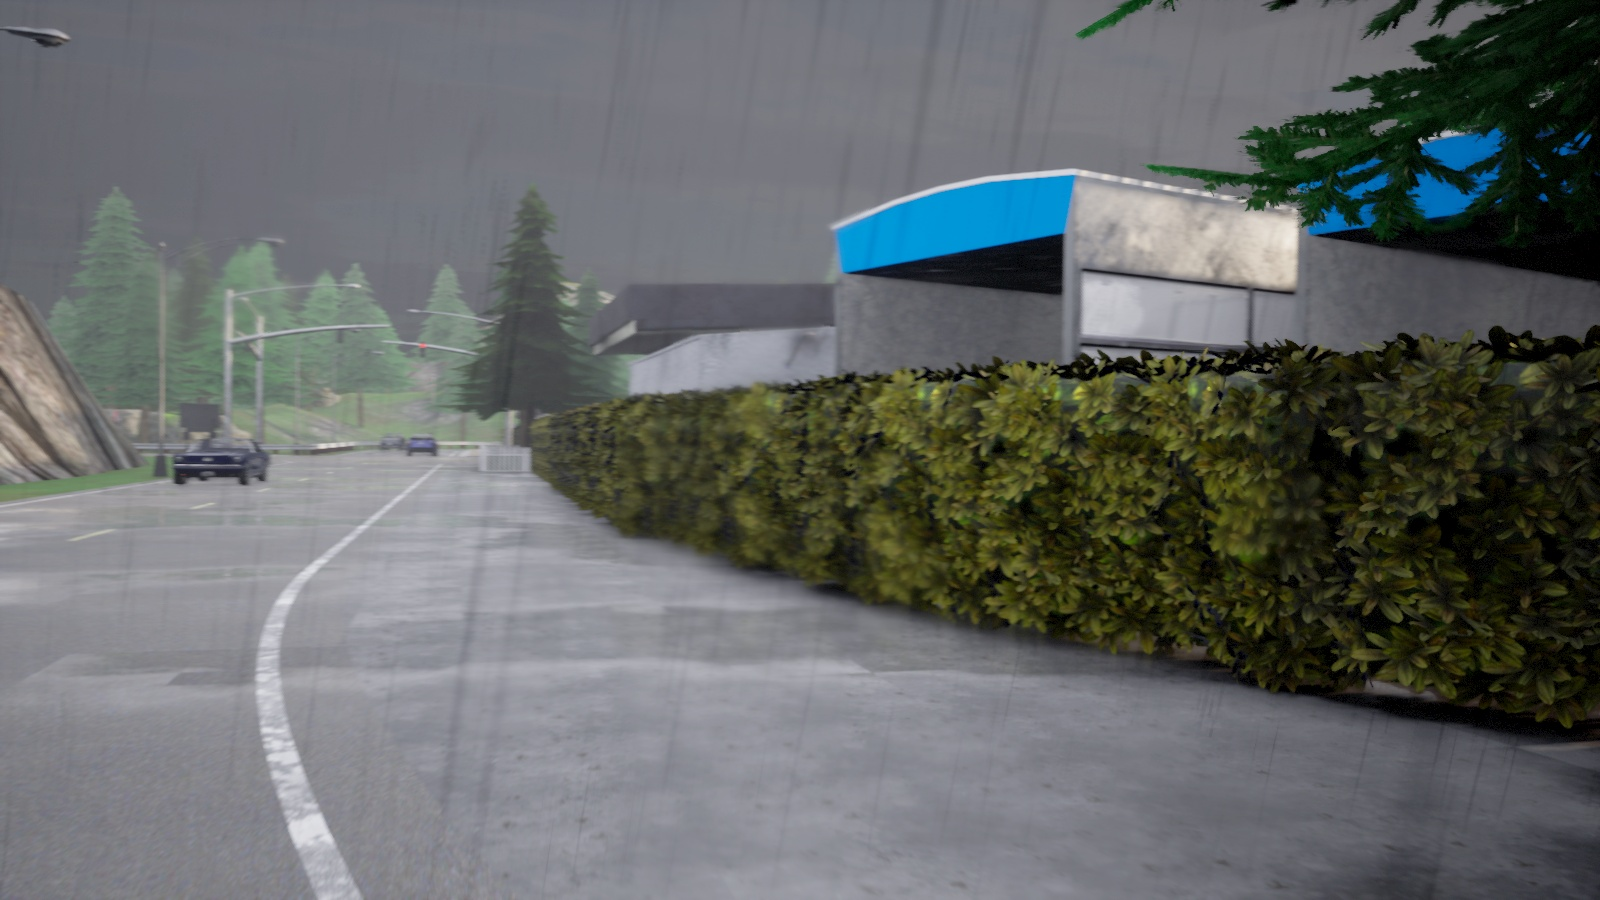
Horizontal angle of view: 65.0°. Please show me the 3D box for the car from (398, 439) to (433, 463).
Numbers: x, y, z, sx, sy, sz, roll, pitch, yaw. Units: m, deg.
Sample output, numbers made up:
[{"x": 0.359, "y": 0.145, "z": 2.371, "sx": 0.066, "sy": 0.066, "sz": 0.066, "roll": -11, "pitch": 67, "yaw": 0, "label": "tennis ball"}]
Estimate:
[{"x": -25.140, "y": 0.047, "z": 82.201, "sx": 2.007, "sy": 1.525, "sz": 4.514, "roll": 0, "pitch": 1, "yaw": -15, "label": "car"}]

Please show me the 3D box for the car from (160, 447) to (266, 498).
[{"x": -16.499, "y": 0.593, "z": 35.541, "sx": 1.895, "sy": 1.301, "sz": 4.718, "roll": 0, "pitch": 1, "yaw": -15, "label": "car"}]
